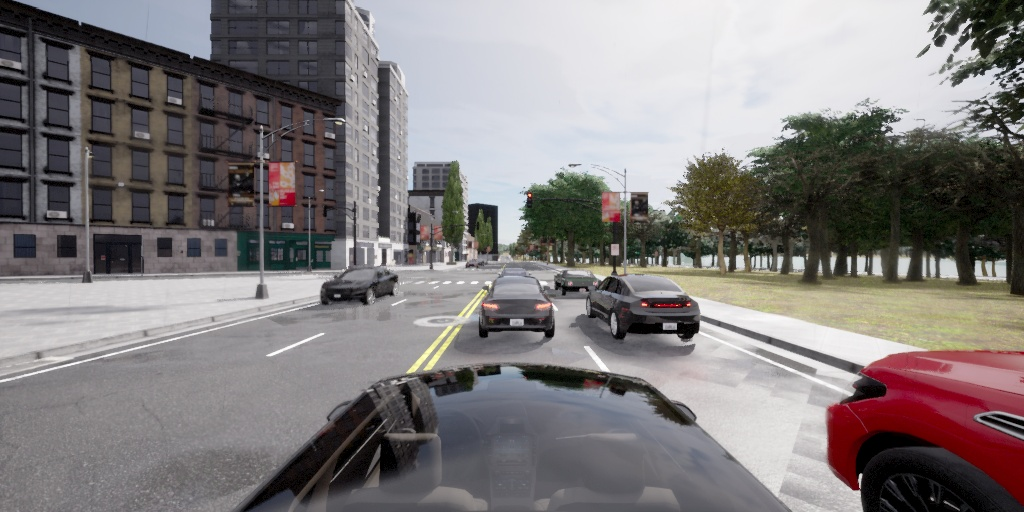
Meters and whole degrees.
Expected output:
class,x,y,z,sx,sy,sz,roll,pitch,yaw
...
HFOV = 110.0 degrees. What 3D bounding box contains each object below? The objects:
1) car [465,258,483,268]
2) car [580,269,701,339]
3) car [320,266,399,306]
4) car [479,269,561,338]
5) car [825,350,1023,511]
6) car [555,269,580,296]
class,x,y,z,sx,sy,sz,roll,pitch,yaw
car,-6.457,1.297,59.163,1.994,1.385,4.181,0,0,0
car,3.367,1.253,10.052,1.837,1.490,4.892,0,0,0
car,-6.558,1.224,15.953,1.882,1.535,5.008,0,0,0
car,0.121,1.274,10.091,1.812,1.442,4.674,0,0,0
car,3.347,0.972,0.189,2.150,2.045,5.566,0,0,0
car,3.389,1.347,19.365,1.895,1.301,4.718,0,0,0
